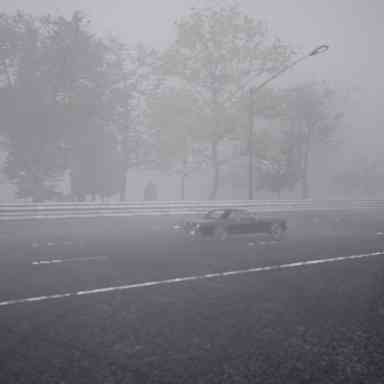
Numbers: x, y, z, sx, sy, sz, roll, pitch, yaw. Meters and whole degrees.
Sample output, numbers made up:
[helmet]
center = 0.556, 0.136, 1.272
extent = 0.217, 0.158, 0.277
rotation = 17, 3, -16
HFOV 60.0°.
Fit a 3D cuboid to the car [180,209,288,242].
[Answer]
[car]
center = 1.975, 1.394, 14.810
extent = 4.718, 1.301, 1.895
rotation = 0, 0, -27
